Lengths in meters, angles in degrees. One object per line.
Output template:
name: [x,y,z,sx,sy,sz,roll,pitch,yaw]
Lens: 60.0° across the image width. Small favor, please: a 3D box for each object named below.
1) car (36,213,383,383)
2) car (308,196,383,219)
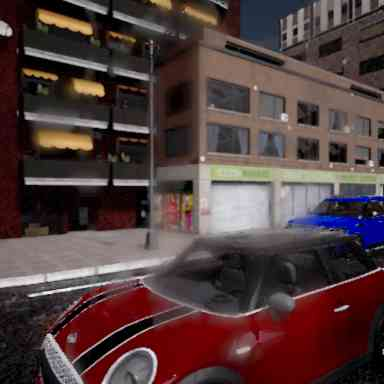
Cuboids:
car: [0.612,1.332,4.122,4.553,1.767,2.097,0,0,-36]
car: [5.612,1.165,11.691,5.566,2.045,2.150,0,0,-36]
